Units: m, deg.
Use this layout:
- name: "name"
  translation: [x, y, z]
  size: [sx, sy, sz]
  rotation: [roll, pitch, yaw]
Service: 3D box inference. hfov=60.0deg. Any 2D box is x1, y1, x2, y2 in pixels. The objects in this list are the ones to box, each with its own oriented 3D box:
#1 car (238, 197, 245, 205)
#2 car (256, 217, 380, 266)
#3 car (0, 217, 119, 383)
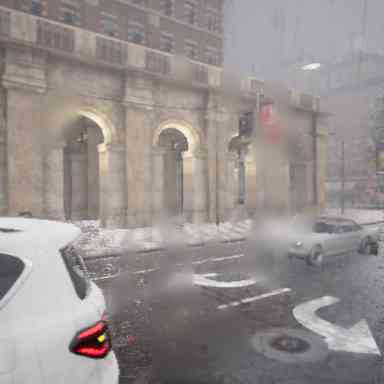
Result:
- name: "car"
  translation: [8.710, 1.421, 51.466]
  size: [1.895, 1.301, 4.718]
  rotation: [0, 0, -36]
- name: "car"
  translation: [4.407, 1.553, 11.437]
  size: [4.718, 1.301, 1.895]
  rotation: [0, 0, -36]
- name: "car"
  translation: [-3.177, 1.233, 1.728]
  size: [5.566, 2.045, 2.150]
  rotation: [0, 0, -35]
